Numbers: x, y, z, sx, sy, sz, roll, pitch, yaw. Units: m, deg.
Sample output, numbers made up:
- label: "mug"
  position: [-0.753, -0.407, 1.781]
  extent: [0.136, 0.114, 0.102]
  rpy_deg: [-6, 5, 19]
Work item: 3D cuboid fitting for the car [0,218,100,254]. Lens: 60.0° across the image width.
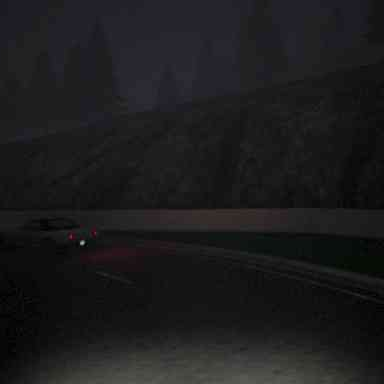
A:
- label: "car"
  position: [-6.364, 1.781, 14.168]
  extent: [4.718, 1.301, 1.895]
  rpy_deg: [-1, 0, 26]
